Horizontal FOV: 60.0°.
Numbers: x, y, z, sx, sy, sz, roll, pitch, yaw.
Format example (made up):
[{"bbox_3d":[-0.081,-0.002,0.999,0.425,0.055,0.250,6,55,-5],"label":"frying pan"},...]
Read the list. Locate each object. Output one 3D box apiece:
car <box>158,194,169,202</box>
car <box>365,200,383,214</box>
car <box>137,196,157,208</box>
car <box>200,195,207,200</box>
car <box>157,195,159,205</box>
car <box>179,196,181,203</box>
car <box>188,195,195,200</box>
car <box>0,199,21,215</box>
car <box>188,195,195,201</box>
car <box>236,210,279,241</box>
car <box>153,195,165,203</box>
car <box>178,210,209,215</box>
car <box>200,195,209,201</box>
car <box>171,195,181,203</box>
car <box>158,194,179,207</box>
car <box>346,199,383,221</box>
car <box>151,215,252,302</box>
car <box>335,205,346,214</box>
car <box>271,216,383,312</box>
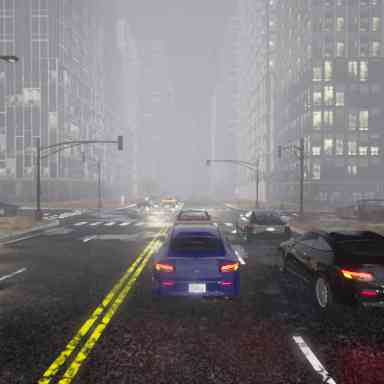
[{"bbox_3d":[-6.614,1.285,76.818,2.097,1.767,4.553,0,0,0],"label":"car"},{"bbox_3d":[21.757,1.643,36.178,4.829,1.417,1.752,1,0,1],"label":"car"},{"bbox_3d":[-6.668,1.513,47.801,2.033,1.411,5.357,0,0,0],"label":"car"},{"bbox_3d":[3.115,1.460,90.632,1.994,1.385,4.181,0,0,0],"label":"car"},{"bbox_3d":[-6.666,1.460,57.539,1.837,1.490,4.892,0,0,0],"label":"car"},{"bbox_3d":[-3.414,1.554,58.578,1.895,1.301,4.718,0,0,0],"label":"car"},{"bbox_3d":[-0.132,1.505,89.096,1.895,1.301,4.718,0,0,0],"label":"car"},{"bbox_3d":[-18.506,1.358,30.974,4.892,1.490,1.837,1,1,2],"label":"car"},{"bbox_3d":[-0.117,1.466,78.940,2.033,1.411,5.357,0,0,0],"label":"car"},{"bbox_3d":[3.330,1.555,16.140,1.994,1.385,4.181,0,0,-1],"label":"car"},{"bbox_3d":[-6.623,1.448,66.893,1.837,1.490,4.892,0,0,0],"label":"car"},{"bbox_3d":[0.077,1.591,17.302,1.895,1.301,4.718,0,0,0],"label":"car"},{"bbox_3d":[3.131,1.519,80.461,1.895,1.301,4.718,0,0,0],"label":"car"},{"bbox_3d":[-3.353,1.418,69.106,1.882,1.535,5.008,0,0,0],"label":"car"},{"bbox_3d":[-3.416,1.442,49.199,1.882,1.535,5.008,0,0,0],"label":"car"},{"bbox_3d":[16.161,1.520,27.883,5.009,1.841,2.192,1,0,1],"label":"car"},{"bbox_3d":[0.089,1.522,8.136,1.812,1.442,4.674,0,0,0],"label":"car"},{"bbox_3d":[16.744,1.680,33.661,4.181,1.385,1.994,1,1,1],"label":"car"},{"bbox_3d":[3.340,1.522,7.571,1.812,1.442,4.674,0,0,0],"label":"car"}]
